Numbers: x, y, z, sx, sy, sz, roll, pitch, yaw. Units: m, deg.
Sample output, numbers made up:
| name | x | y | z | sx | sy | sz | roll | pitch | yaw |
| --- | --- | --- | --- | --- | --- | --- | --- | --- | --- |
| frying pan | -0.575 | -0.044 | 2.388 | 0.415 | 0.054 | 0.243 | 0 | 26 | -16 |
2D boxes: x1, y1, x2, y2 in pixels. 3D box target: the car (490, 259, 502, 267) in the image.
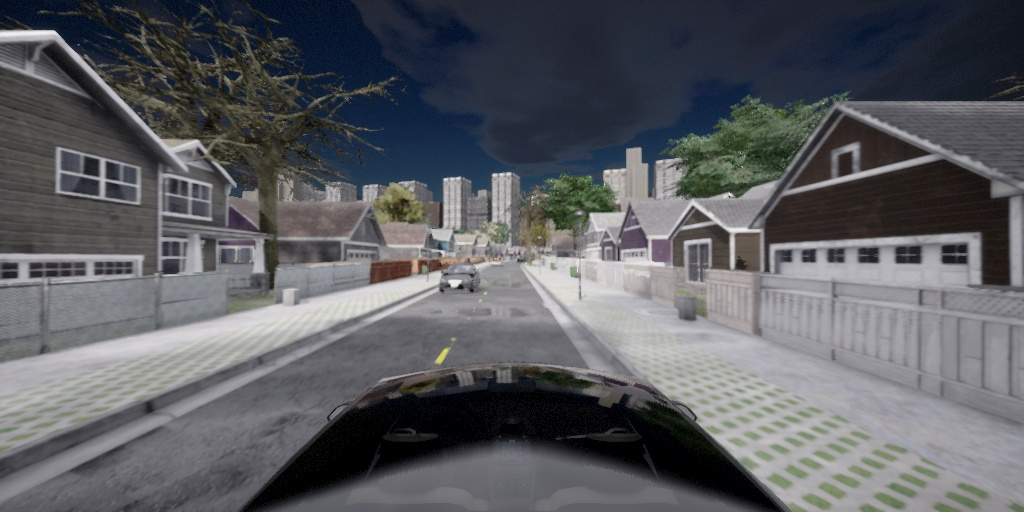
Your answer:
| name | x | y | z | sx | sy | sz | roll | pitch | yaw |
| --- | --- | --- | --- | --- | --- | --- | --- | --- | --- |
| car | -2.699 | 1.215 | 61.923 | 1.895 | 1.301 | 4.718 | 0 | 0 | 1 |

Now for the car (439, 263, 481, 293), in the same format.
| name | x | y | z | sx | sy | sz | roll | pitch | yaw |
| --- | --- | --- | --- | --- | --- | --- | --- | --- | --- |
| car | -2.844 | 1.189 | 20.223 | 2.128 | 1.511 | 4.902 | 0 | 0 | 0 |
